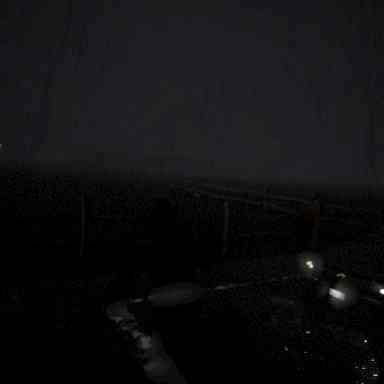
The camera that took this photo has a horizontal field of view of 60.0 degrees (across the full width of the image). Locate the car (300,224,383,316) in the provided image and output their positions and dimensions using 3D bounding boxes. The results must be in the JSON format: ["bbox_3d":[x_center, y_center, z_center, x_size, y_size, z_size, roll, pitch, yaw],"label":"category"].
[{"bbox_3d":[4.718,1.331,6.746,5.357,1.411,2.033,1,4,-29],"label":"car"}]
